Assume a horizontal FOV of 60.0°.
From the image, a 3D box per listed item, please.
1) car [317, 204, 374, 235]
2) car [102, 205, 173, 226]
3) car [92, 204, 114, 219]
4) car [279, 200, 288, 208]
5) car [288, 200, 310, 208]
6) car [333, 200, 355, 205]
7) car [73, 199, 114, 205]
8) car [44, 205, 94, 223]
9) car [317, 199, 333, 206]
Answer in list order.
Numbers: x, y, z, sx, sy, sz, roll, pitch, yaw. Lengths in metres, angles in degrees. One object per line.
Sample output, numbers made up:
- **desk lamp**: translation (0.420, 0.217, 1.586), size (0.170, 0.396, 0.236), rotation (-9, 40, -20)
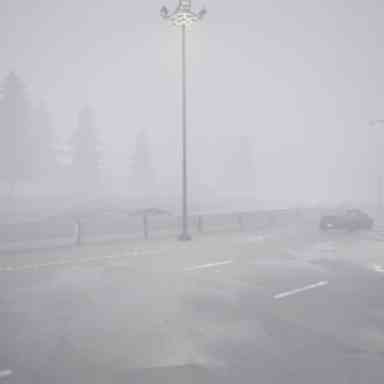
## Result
- **car**: translation (9.460, 1.700, 20.312), size (4.674, 1.442, 1.812), rotation (0, -1, -42)
- **car**: translation (-3.496, 1.807, 23.422), size (4.892, 1.490, 1.837), rotation (0, -1, -39)
- **car**: translation (-5.368, 1.914, 26.422), size (4.181, 1.385, 1.994), rotation (0, -1, -39)
- **car**: translation (17.601, 2.154, 61.293), size (1.994, 1.385, 4.181), rotation (-1, -1, 36)
- **car**: translation (18.492, 2.097, 56.525), size (1.994, 1.385, 4.181), rotation (-1, -1, 37)
- **car**: translation (24.562, 1.996, 52.889), size (2.033, 1.411, 5.357), rotation (-1, -1, 37)
- **car**: translation (-9.982, 1.664, 31.656), size (5.566, 2.045, 2.150), rotation (0, -1, -39)
- **car**: translation (-9.605, 1.993, 27.472), size (4.718, 1.301, 1.895), rotation (0, -1, -38)
- **car**: translation (22.550, 2.003, 56.166), size (1.837, 1.490, 4.892), rotation (-1, 0, 36)
